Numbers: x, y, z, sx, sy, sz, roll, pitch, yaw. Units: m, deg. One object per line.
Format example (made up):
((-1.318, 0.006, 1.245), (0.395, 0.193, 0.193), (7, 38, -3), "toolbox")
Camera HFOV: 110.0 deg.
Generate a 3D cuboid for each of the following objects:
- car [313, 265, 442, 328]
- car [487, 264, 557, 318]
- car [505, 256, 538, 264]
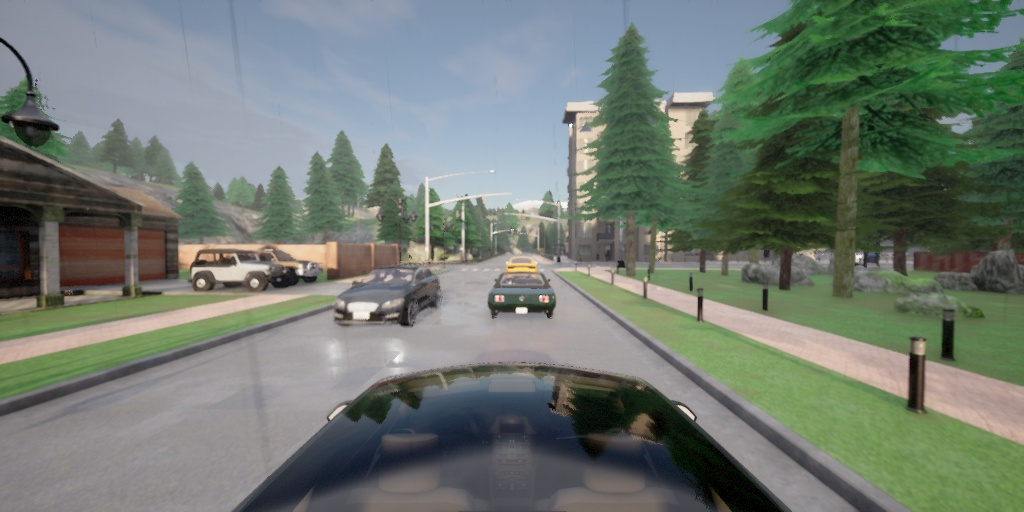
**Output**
((-3.399, 1.046, 10.689), (2.128, 1.511, 4.902), (0, 1, 2), "car")
((0.340, 1.131, 11.837), (1.895, 1.301, 4.718), (0, 1, 2), "car")
((0.606, 0.771, 22.771), (1.882, 1.535, 5.008), (0, 1, 1), "car")
